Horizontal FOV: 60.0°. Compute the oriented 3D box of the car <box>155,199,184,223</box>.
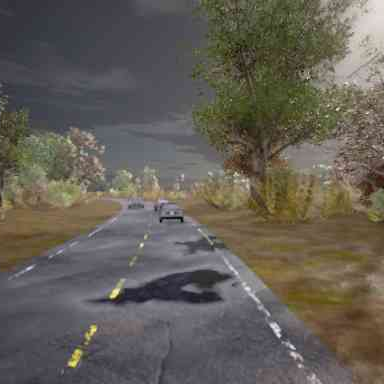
[{"bbox_3d":[-1.662,1.543,25.907,2.033,1.411,5.357,0,0,-6],"label":"car"}]

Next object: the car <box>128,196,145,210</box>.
[{"bbox_3d":[-7.474,1.383,44.531,2.097,1.767,4.553,-1,0,-10],"label":"car"}]

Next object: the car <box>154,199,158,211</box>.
[{"bbox_3d":[-3.574,1.526,40.112,1.812,1.442,4.674,0,0,-9],"label":"car"}]
